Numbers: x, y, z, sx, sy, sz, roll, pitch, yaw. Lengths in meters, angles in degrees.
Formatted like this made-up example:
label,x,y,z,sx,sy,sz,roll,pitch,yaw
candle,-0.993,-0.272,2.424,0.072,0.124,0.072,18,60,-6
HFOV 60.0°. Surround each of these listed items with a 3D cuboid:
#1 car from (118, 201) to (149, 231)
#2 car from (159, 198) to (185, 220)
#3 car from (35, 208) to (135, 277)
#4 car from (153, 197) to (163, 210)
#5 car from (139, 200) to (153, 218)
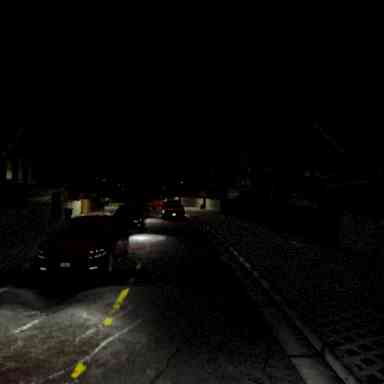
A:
label,x,y,z,sx,sy,sz,roll,pitch,yaw
car,-3.816,1.526,20.485,1.837,1.490,4.892,0,0,-5
car,-1.709,1.548,28.884,1.837,1.490,4.892,0,0,-7
car,-3.170,1.487,10.501,1.882,1.535,5.008,0,0,-3
car,-4.597,1.551,47.502,2.097,1.767,4.553,0,-1,-11
car,-4.838,1.570,30.825,1.837,1.490,4.892,0,0,-7
